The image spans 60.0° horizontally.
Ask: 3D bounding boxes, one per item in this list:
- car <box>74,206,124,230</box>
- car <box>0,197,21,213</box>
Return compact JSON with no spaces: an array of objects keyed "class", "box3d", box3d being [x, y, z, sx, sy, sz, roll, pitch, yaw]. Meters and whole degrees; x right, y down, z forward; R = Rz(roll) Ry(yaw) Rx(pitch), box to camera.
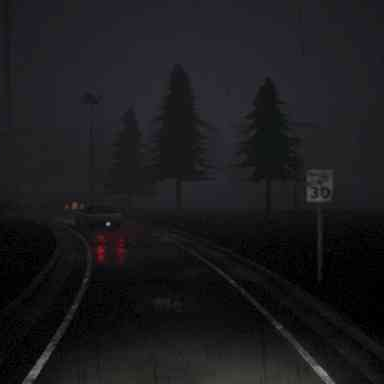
[{"class":"car","box3d":[-5.801,1.471,20.324,1.895,1.301,4.718,0,0,-31]},{"class":"car","box3d":[-19.324,1.285,33.503,5.008,1.535,1.882,0,0,33]}]
